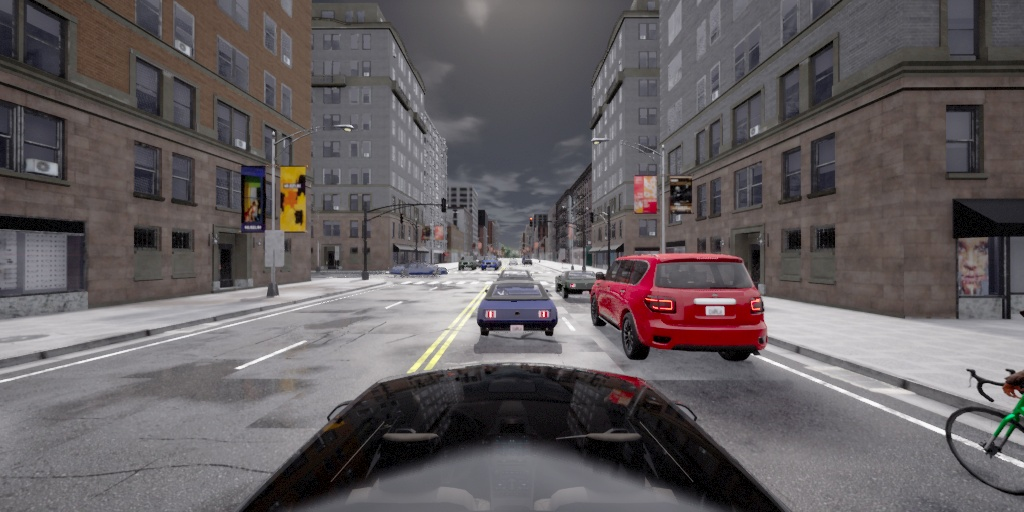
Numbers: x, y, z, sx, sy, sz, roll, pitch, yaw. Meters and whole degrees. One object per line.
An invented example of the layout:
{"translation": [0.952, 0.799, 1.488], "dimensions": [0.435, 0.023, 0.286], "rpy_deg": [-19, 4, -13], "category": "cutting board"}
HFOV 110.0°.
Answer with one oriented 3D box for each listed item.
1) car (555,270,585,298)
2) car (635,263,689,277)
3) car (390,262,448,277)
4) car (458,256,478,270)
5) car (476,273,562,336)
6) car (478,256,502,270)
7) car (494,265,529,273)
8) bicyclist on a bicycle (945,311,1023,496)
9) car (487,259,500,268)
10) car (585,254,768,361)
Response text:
{"translation": [3.309, 1.355, 18.209], "dimensions": [1.895, 1.301, 4.718], "rpy_deg": [0, 0, 0], "category": "car"}
{"translation": [15.189, 1.411, 36.492], "dimensions": [4.718, 1.301, 1.895], "rpy_deg": [0, 0, 0], "category": "car"}
{"translation": [-8.950, 1.299, 34.642], "dimensions": [5.357, 1.411, 2.033], "rpy_deg": [0, 0, -11], "category": "car"}
{"translation": [-6.402, 0.990, 52.072], "dimensions": [2.150, 2.045, 5.566], "rpy_deg": [0, 0, 0], "category": "car"}
{"translation": [0.130, 1.352, 10.366], "dimensions": [1.895, 1.301, 4.718], "rpy_deg": [0, 0, 0], "category": "car"}
{"translation": [-3.127, 0.990, 51.772], "dimensions": [2.150, 2.045, 5.566], "rpy_deg": [0, 0, 2], "category": "car"}
{"translation": [0.164, 1.355, 19.471], "dimensions": [1.895, 1.301, 4.718], "rpy_deg": [0, 0, 0], "category": "car"}
{"translation": [4.149, 1.203, 2.616], "dimensions": [0.582, 1.620, 1.656], "rpy_deg": [0, 0, 0], "category": "bicyclist on a bicycle"}
{"translation": [-3.099, 1.297, 61.289], "dimensions": [1.812, 1.442, 4.674], "rpy_deg": [0, 0, 1], "category": "car"}
{"translation": [3.347, 0.973, 8.441], "dimensions": [2.150, 2.045, 5.566], "rpy_deg": [0, 0, 2], "category": "car"}
